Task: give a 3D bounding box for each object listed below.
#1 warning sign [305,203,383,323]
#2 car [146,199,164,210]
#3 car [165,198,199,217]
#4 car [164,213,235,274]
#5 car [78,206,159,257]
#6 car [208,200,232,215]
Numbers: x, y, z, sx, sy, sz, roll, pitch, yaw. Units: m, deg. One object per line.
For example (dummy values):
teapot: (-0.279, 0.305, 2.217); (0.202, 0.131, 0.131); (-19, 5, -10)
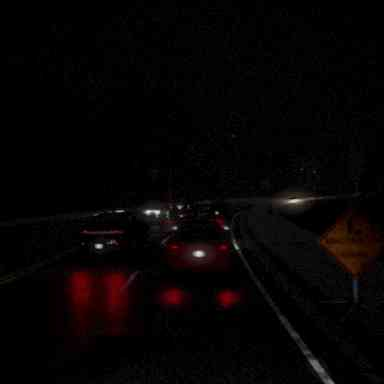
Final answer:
warning sign: (2.827, 1.138, 5.820); (1.300, 1.860, 1.060); (-1, -1, 0)
car: (-4.578, 1.681, 44.187); (1.994, 1.385, 4.181); (0, 0, 16)
car: (-0.678, 1.424, 31.311); (2.097, 1.767, 4.553); (0, 0, 11)
car: (0.273, 1.598, 10.726); (1.994, 1.385, 4.181); (0, 0, 3)
car: (-2.868, 1.535, 13.156); (2.128, 1.511, 4.902); (0, 0, 3)
car: (2.623, 1.562, 31.303); (1.837, 1.490, 4.892); (0, 0, 11)
